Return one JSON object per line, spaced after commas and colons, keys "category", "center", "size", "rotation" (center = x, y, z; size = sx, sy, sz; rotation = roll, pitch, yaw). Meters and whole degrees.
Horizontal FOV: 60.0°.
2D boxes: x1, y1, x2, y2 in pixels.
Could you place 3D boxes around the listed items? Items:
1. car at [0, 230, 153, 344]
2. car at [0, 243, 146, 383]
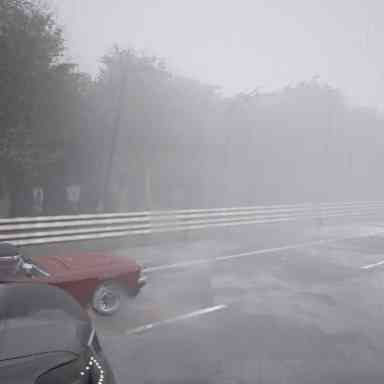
{"category": "car", "center": [-3.223, 1.568, 5.748], "size": [4.718, 1.301, 1.895], "rotation": [0, 1, -36]}
{"category": "car", "center": [-3.143, 1.227, 1.489], "size": [5.566, 2.045, 2.150], "rotation": [-1, 2, -36]}
